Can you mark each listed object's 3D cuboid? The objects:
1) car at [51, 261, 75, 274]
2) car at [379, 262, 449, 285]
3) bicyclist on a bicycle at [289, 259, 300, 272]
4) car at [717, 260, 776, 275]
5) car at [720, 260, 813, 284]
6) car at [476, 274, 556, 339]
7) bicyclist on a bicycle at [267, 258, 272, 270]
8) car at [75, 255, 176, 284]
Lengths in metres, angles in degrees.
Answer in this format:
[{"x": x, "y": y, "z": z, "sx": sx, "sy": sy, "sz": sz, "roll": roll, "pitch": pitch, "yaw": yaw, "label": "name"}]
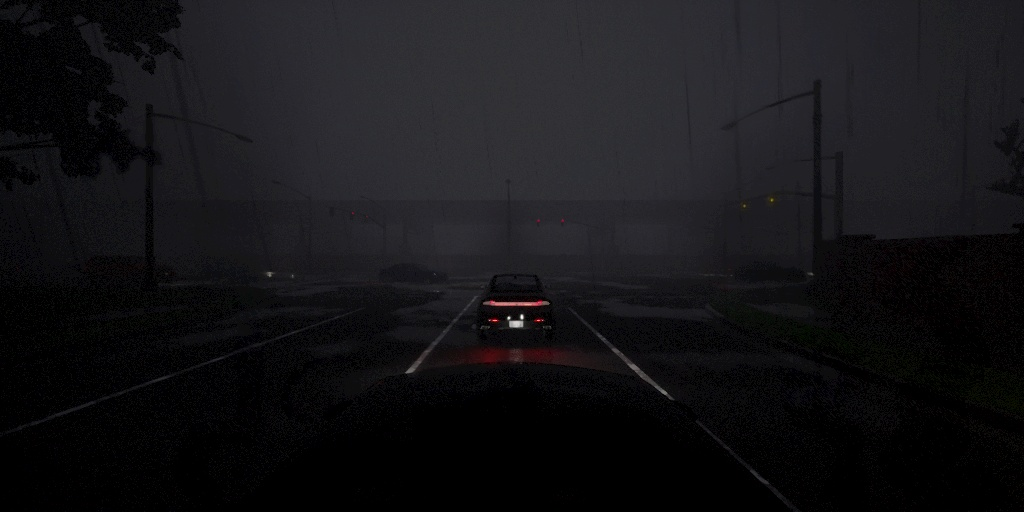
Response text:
[{"x": -49.659, "y": 1.297, "z": 41.373, "sx": 5.357, "sy": 1.411, "sz": 2.033, "roll": 0, "pitch": 0, "yaw": 2, "label": "car"}, {"x": -6.944, "y": 1.220, "z": 25.431, "sx": 5.008, "sy": 1.535, "sz": 1.882, "roll": 0, "pitch": -1, "yaw": 15, "label": "car"}, {"x": -27.044, "y": 1.203, "z": 44.640, "sx": 0.582, "sy": 1.620, "sz": 1.656, "roll": 0, "pitch": 0, "yaw": 14, "label": "bicyclist on a bicycle"}, {"x": 23.503, "y": 1.140, "z": 36.003, "sx": 4.674, "sy": 1.442, "sz": 1.812, "roll": -1, "pitch": 0, "yaw": 2, "label": "car"}, {"x": 18.024, "y": 1.161, "z": 25.442, "sx": 4.902, "sy": 1.511, "sz": 2.128, "roll": -1, "pitch": 0, "yaw": 2, "label": "car"}, {"x": 0.096, "y": 1.242, "z": 10.074, "sx": 2.128, "sy": 1.511, "sz": 4.902, "roll": 0, "pitch": 0, "yaw": 0, "label": "car"}, {"x": -31.596, "y": 1.050, "z": 46.730, "sx": 0.582, "sy": 1.620, "sz": 1.656, "roll": 0, "pitch": 0, "yaw": -33, "label": "bicyclist on a bicycle"}, {"x": -28.401, "y": 0.971, "z": 26.715, "sx": 5.566, "sy": 2.045, "sz": 2.150, "roll": 0, "pitch": 0, "yaw": 2, "label": "car"}]
